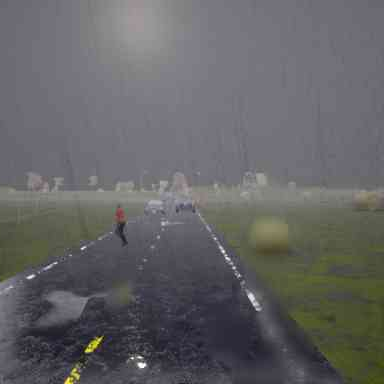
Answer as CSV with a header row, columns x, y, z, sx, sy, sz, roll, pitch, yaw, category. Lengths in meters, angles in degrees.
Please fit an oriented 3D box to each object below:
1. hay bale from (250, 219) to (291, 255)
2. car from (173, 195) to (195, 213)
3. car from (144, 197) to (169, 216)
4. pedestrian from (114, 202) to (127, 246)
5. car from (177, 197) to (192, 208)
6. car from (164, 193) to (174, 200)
x,y,z,sx,sy,sz,roll,pitch,yaw,category
2.931,1.651,12.521,1.220,1.180,1.240,0,0,-1,hay bale
-0.736,1.331,37.480,2.097,1.767,4.553,0,0,-2,car
-3.548,1.509,32.717,1.812,1.442,4.674,0,0,-1,car
-2.967,1.288,13.772,0.375,1.860,0.375,0,0,1,pedestrian
-1.089,1.460,47.723,2.128,1.511,4.902,0,0,-2,car
-4.958,1.150,72.883,2.150,2.045,5.566,0,0,-3,car
